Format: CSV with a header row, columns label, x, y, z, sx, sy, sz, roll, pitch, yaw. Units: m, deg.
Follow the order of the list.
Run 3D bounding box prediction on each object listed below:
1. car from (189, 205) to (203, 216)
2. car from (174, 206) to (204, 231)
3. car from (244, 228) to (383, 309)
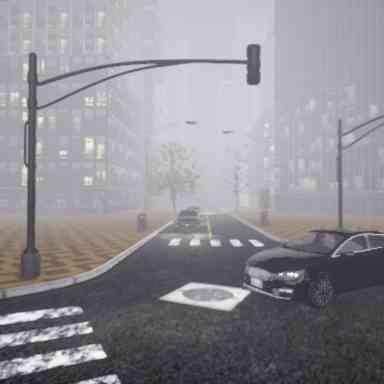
label,x,y,z,sx,sy,sz,roll,pitch,yaw
car,0.653,2.669,48.118,1.812,1.442,4.674,0,-2,2
car,-0.234,2.097,25.251,1.837,1.490,4.892,0,-1,2
car,3.563,1.682,8.297,4.902,1.511,2.128,0,-1,-27
